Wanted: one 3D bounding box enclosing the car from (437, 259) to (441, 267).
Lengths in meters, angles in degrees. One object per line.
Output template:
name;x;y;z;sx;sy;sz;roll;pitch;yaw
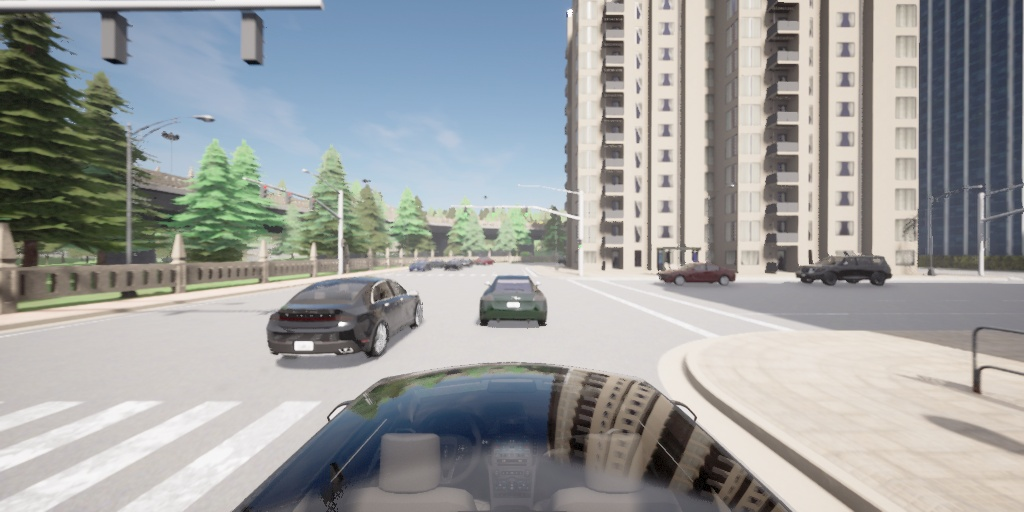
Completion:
car;-10.748;1.124;52.291;1.994;1.385;4.181;0;0;3

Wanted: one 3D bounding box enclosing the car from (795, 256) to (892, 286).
car;23.232;0.996;25.205;5.566;2.045;2.150;0;0;0

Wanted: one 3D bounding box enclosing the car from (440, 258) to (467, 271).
car;-7.338;1.191;45.401;1.895;1.301;4.718;0;0;0

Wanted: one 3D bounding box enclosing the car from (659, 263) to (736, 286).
car;12.853;1.232;25.016;5.008;1.535;1.882;0;0;-1

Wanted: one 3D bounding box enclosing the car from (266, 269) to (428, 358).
car;-3.456;1.227;8.355;1.837;1.490;4.892;0;0;0

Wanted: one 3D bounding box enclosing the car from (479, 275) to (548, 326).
car;0.030;1.306;11.720;1.994;1.385;4.181;0;0;0

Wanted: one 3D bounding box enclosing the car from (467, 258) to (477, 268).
car;-7.145;1.048;55.524;2.128;1.511;4.902;0;0;2

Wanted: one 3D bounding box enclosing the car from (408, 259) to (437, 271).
car;-10.846;1.138;43.071;2.033;1.411;5.357;0;0;0
